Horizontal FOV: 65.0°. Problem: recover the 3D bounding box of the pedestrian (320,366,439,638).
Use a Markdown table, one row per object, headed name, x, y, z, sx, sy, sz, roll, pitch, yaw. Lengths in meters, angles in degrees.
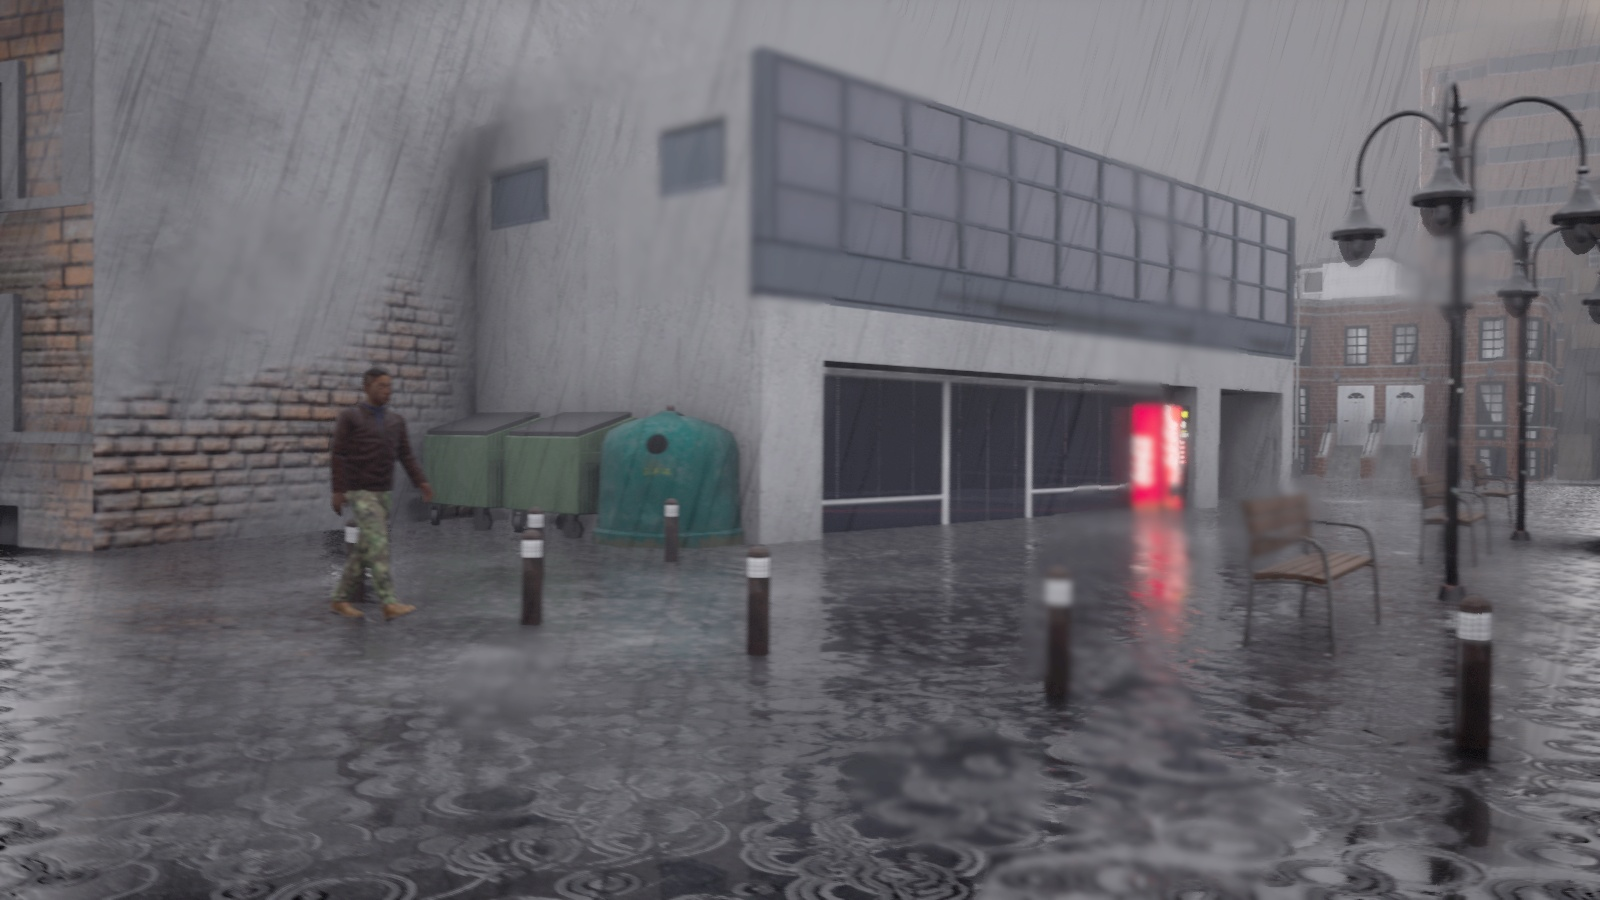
| name | x | y | z | sx | sy | sz | roll | pitch | yaw |
| --- | --- | --- | --- | --- | --- | --- | --- | --- | --- |
| pedestrian | -2.965 | 0.350 | 8.852 | 0.703 | 1.840 | 0.431 | 0 | 1 | 33 |
